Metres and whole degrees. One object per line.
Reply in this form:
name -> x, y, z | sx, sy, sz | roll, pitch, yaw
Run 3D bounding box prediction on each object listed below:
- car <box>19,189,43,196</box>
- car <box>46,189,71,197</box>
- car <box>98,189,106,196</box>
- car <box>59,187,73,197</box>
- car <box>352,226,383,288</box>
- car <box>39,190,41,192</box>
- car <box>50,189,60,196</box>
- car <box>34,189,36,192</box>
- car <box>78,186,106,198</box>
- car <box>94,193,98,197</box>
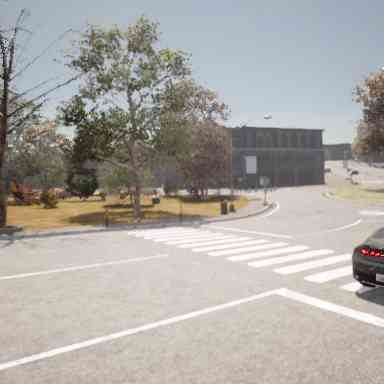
car -> -37.814, 0.054, 78.401 | 2.097, 1.535, 5.008 | 0, 3, 19
car -> -28.510, 0.177, 71.012 | 2.231, 1.521, 4.892 | -1, 2, 18
car -> -14.311, -0.024, 60.181 | 2.185, 1.767, 4.553 | -2, 2, 16
car -> -23.799, 0.224, 67.350 | 2.163, 1.488, 4.792 | -1, 2, 17
car -> 5.682, 1.415, 7.762 | 4.892, 1.490, 1.837 | 0, 0, -35
car -> -30.840, 0.151, 72.853 | 2.097, 1.535, 5.008 | 0, 3, 18
car -> -26.164, -0.060, 69.154 | 2.435, 2.045, 5.566 | -1, 2, 17
car -> -33.193, -0.004, 74.658 | 2.185, 1.767, 4.553 | -1, 3, 18
car -> -19.065, -0.084, 63.797 | 2.435, 2.045, 5.566 | -2, 2, 17
car -> -16.724, 0.144, 61.807 | 1.946, 1.575, 5.366 | -1, 2, 17
